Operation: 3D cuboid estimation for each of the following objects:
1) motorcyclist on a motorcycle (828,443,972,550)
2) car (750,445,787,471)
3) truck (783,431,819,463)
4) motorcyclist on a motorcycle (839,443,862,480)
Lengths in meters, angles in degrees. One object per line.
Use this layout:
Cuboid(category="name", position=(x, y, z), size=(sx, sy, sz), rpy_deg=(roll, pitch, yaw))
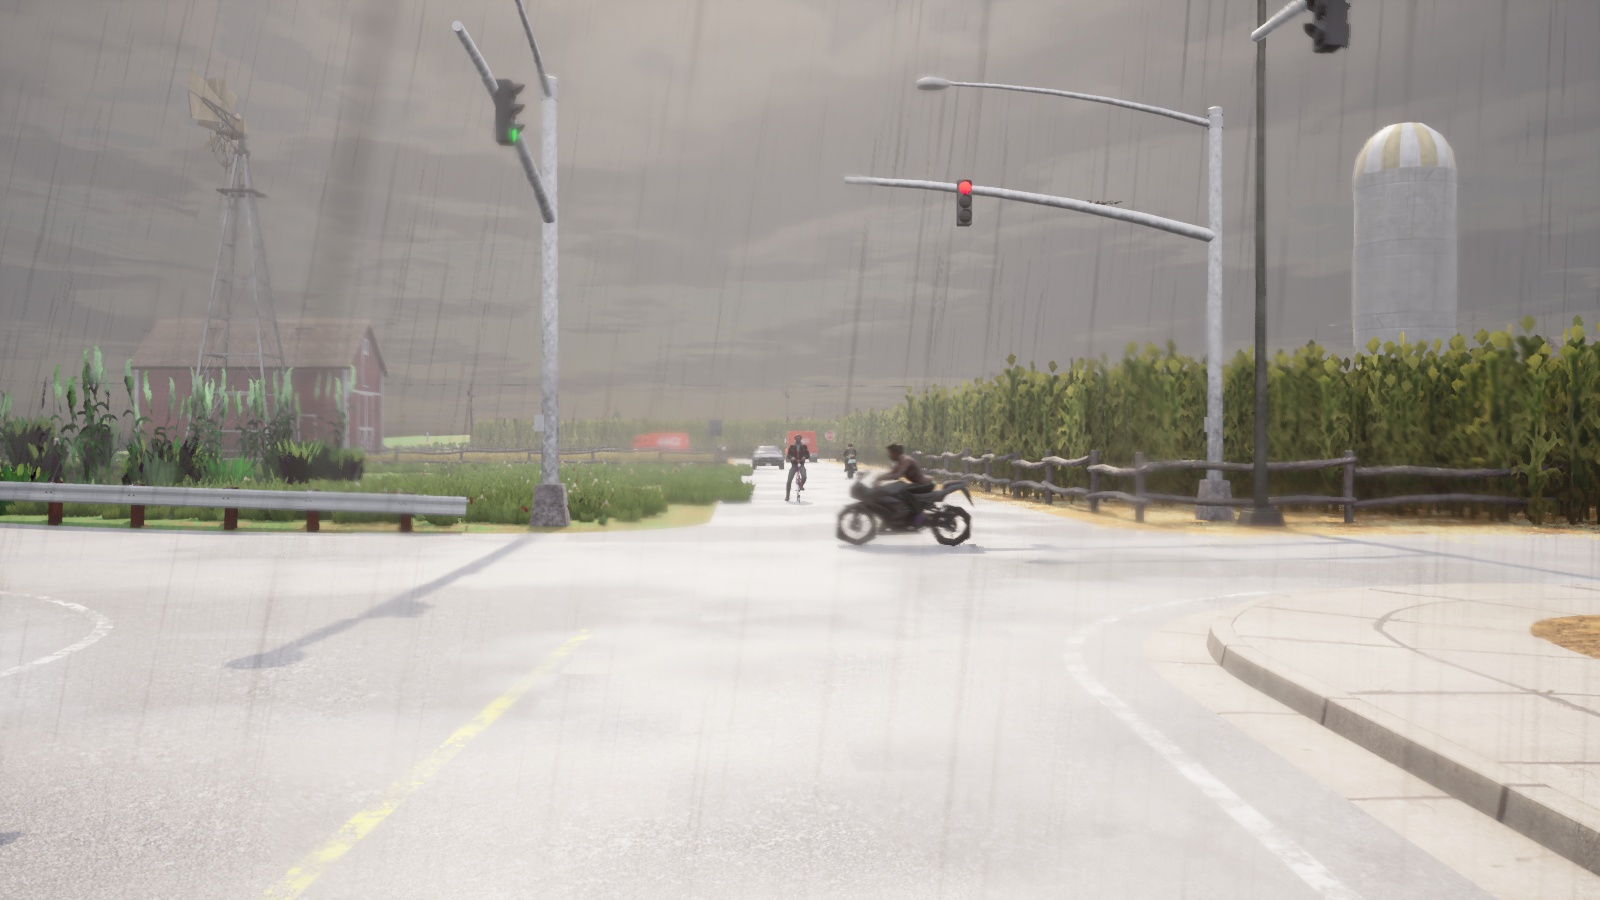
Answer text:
Cuboid(category="motorcyclist on a motorcycle", position=(1.439, 0.661, 18.372), size=(2.044, 1.523, 0.797), rpy_deg=(0, 0, 0))
Cuboid(category="car", position=(-1.836, 0.419, 72.323), size=(2.033, 1.411, 5.357), rpy_deg=(0, 0, -2))
Cuboid(category="truck", position=(0.060, -0.257, 99.367), size=(2.627, 2.467, 5.204), rpy_deg=(0, 1, -3))
Cuboid(category="motorcyclist on a motorcycle", position=(2.136, 0.466, 52.930), size=(0.797, 1.523, 2.044), rpy_deg=(0, 0, -3))
